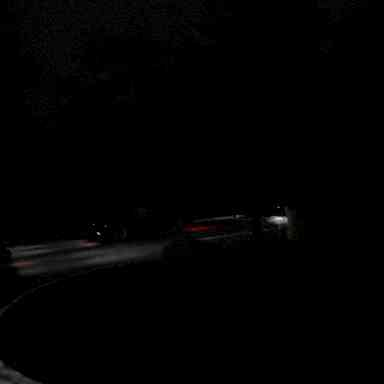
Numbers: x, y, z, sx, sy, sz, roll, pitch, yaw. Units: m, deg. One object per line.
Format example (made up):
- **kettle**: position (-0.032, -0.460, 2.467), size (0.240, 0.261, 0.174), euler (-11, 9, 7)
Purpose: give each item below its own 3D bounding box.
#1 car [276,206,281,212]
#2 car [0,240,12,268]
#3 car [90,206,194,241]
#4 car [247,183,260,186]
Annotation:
- **car**: position (8.174, 0.720, 22.719), size (5.357, 1.411, 2.033), euler (-4, 1, -33)
- **car**: position (-7.095, 1.648, 8.063), size (4.718, 1.301, 1.895), euler (-2, 0, -37)
- **car**: position (-2.298, 1.388, 15.713), size (4.718, 1.301, 1.895), euler (-3, 1, -36)
- **car**: position (10.075, -1.009, 54.565), size (1.882, 1.535, 5.008), euler (-2, 3, -33)
